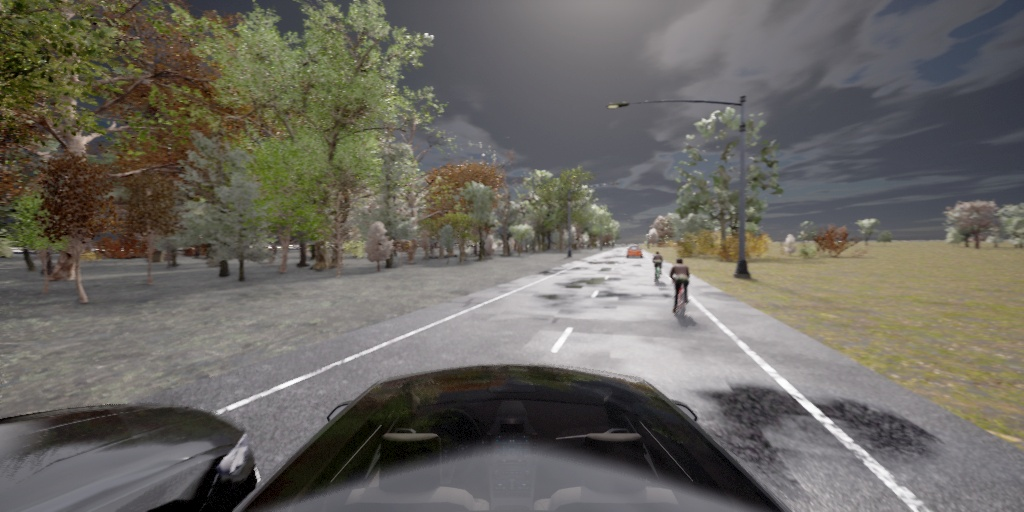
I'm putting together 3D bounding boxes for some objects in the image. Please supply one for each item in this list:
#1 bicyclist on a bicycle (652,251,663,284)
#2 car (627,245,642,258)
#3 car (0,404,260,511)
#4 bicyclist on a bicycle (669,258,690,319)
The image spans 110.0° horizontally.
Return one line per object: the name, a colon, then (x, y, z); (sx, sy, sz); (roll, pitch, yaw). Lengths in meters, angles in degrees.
bicyclist on a bicycle: (7.530, 0.579, 18.514); (0.582, 1.620, 1.656); (0, 2, 18)
car: (17.812, -0.700, 52.144); (2.097, 1.767, 4.553); (0, 2, 19)
car: (-3.069, 1.321, 0.488); (2.128, 1.511, 4.902); (0, 2, 18)
bicyclist on a bicycle: (4.705, 0.880, 10.030); (0.582, 1.620, 1.656); (0, 2, 18)
